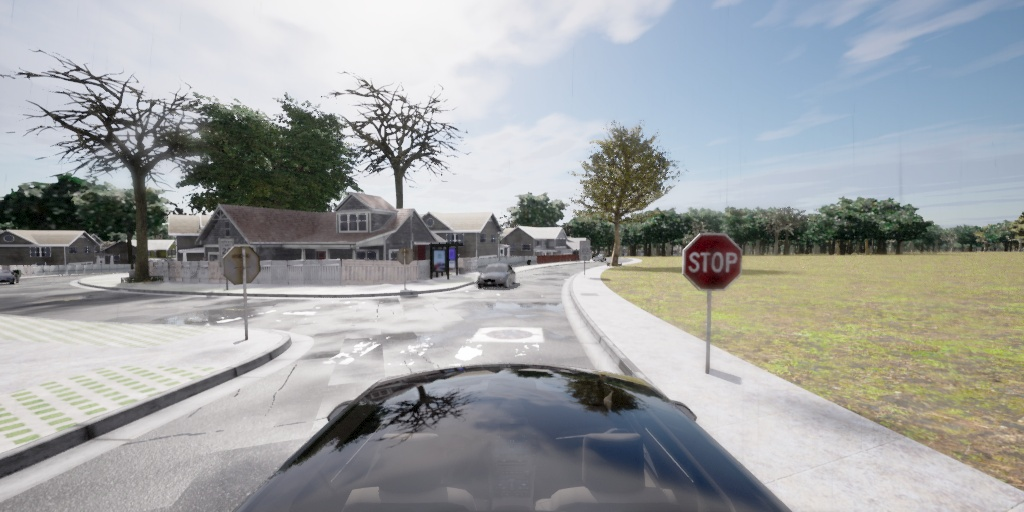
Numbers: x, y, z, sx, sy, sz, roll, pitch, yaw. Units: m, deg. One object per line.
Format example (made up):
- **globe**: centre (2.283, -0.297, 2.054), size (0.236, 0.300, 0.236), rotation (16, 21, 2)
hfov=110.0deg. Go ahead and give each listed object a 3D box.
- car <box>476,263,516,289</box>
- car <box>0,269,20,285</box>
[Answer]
- **car**: centre (-0.901, 1.251, 22.766), size (1.837, 1.490, 4.892), rotation (0, 1, 9)
- **car**: centre (-45.472, 1.878, 31.727), size (4.181, 1.385, 1.994), rotation (-1, 1, 42)
